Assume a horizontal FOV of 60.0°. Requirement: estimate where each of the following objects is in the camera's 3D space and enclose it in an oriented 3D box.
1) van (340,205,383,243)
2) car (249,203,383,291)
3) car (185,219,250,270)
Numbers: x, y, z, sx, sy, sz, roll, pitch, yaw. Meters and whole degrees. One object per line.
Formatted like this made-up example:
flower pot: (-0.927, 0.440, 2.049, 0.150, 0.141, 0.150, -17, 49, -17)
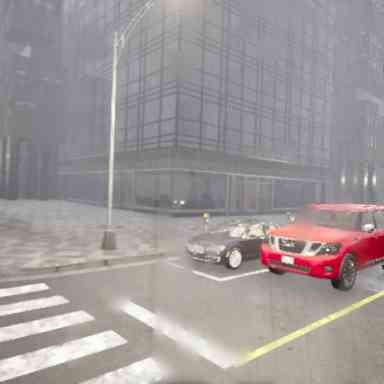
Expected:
van: (9.996, 1.676, 18.443, 3.998, 1.788, 1.690, 2, 0, -42)
car: (4.394, 1.375, 9.898, 5.566, 2.045, 2.150, 2, 0, -42)
car: (1.728, 1.595, 11.109, 4.403, 1.369, 2.008, 2, 0, -42)
